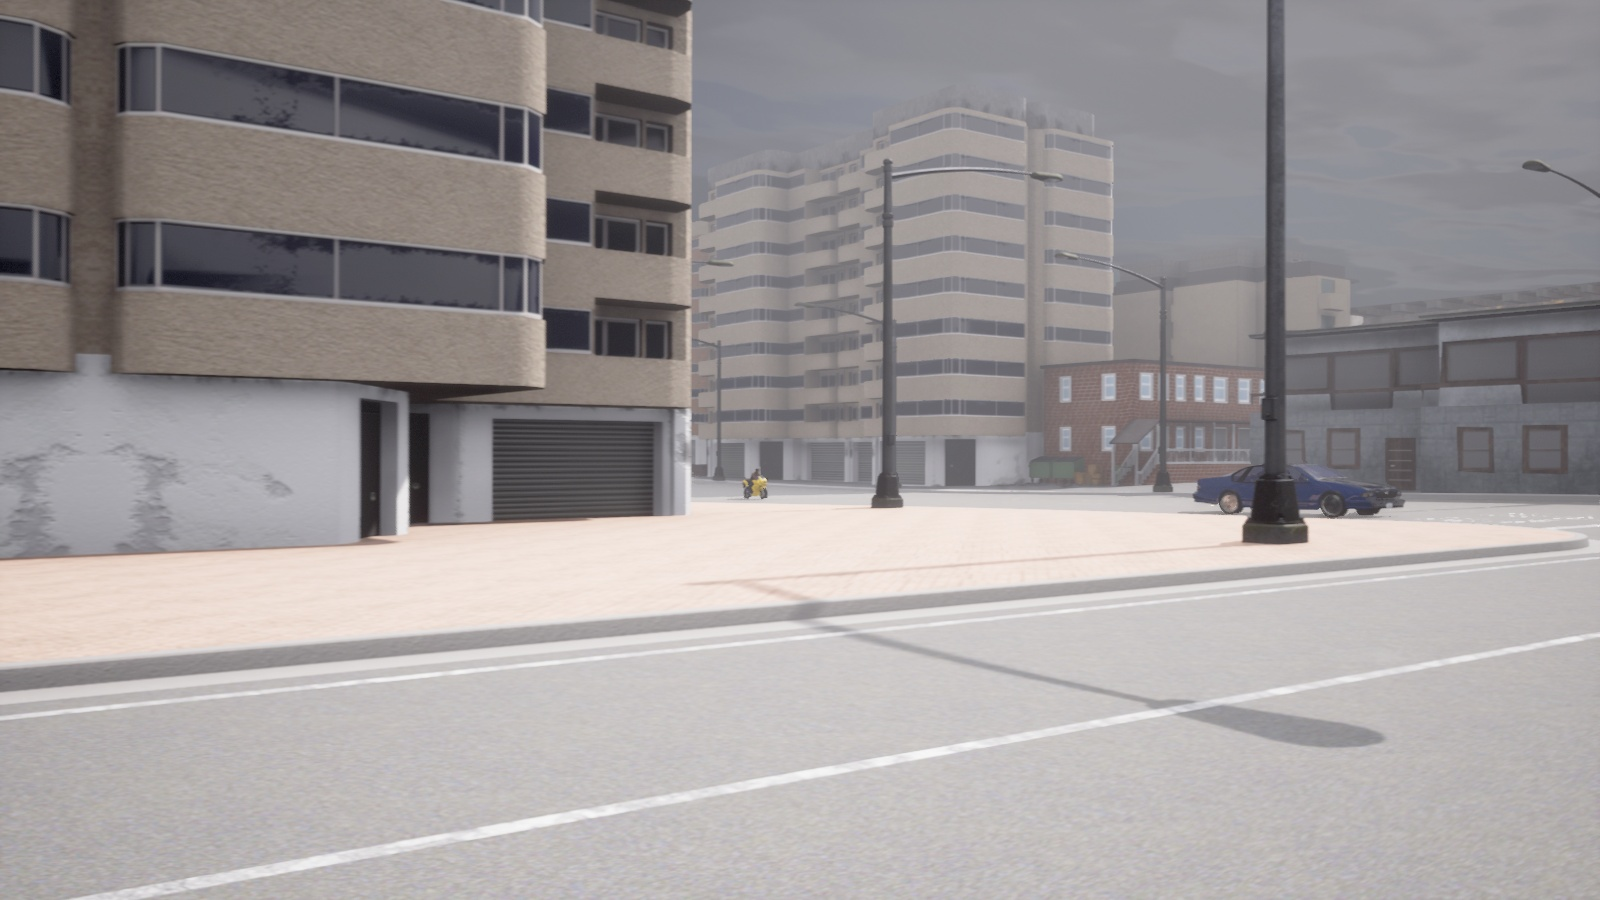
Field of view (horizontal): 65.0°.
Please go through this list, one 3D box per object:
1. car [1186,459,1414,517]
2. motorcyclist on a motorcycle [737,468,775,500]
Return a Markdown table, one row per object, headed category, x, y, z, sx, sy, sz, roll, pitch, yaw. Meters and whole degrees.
| category | x | y | z | sx | sy | sz | roll | pitch | yaw |
| --- | --- | --- | --- | --- | --- | --- | --- | --- | --- |
| car | 13.154 | 0.980 | 33.423 | 2.033 | 1.411 | 5.357 | 0 | -1 | -36 |
| motorcyclist on a motorcycle | -2.138 | 1.635 | 60.226 | 0.797 | 1.523 | 2.044 | 0 | -1 | -36 |
